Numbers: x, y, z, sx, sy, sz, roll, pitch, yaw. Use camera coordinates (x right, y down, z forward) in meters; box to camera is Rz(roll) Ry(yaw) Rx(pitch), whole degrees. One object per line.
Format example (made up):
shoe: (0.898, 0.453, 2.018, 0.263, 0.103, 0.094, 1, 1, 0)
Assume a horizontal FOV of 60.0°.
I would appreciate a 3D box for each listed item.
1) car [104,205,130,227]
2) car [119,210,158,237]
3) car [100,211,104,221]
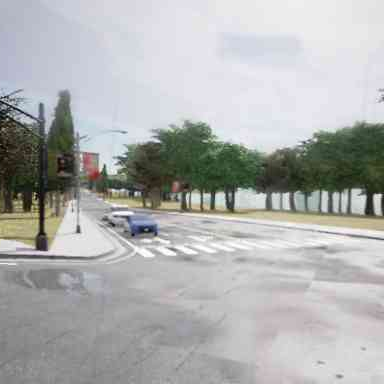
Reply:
car: (-7.381, 2.380, 34.146, 2.150, 2.045, 5.566, 0, -2, -20)
car: (-3.934, 2.356, 24.754, 1.882, 1.535, 5.008, 0, -1, -20)
car: (-10.883, 3.072, 43.703, 1.895, 1.301, 4.718, 0, -2, -20)
